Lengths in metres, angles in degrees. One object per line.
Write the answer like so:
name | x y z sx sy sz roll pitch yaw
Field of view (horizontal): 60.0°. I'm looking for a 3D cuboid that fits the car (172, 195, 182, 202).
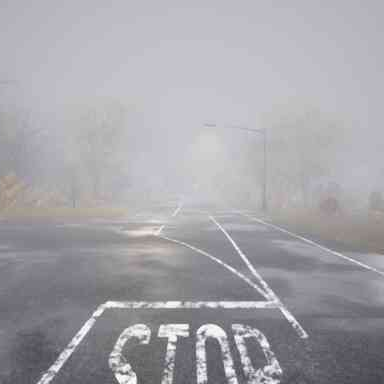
car | -3.437 1.548 77.758 1.837 1.490 4.892 0 0 5
